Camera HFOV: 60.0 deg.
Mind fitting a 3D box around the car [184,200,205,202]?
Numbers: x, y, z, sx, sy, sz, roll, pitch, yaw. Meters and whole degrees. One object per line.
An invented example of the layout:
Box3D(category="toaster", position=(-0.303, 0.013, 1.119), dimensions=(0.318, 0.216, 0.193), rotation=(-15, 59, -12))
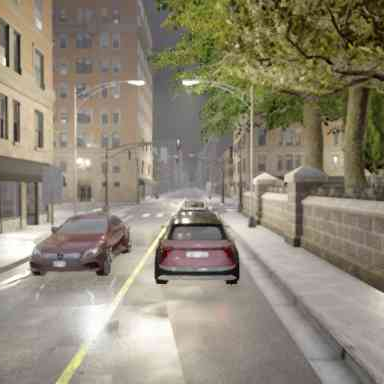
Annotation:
Box3D(category="car", position=(0.123, 1.247, 19.104), dimensions=(1.837, 1.490, 4.892), rotation=(0, 1, 0))

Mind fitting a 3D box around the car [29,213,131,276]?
Box3D(category="car", position=(-3.037, 1.390, 10.018), dimensions=(1.812, 1.442, 4.674), rotation=(0, 1, 1))

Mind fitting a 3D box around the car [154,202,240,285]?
Box3D(category="car", position=(0.111, 1.308, 9.103), dimensions=(2.033, 1.649, 4.856), rotation=(0, 1, 0))
